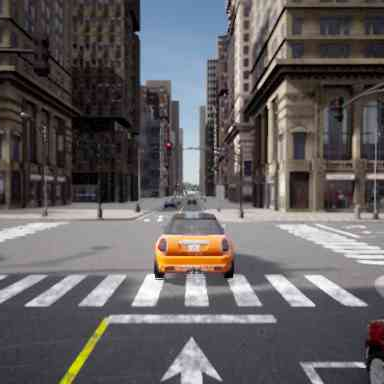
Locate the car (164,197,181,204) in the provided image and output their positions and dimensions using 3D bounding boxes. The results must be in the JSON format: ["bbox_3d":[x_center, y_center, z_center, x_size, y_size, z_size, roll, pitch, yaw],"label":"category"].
[{"bbox_3d":[-3.103,1.863,48.637,1.895,1.301,4.718,0,0,0],"label":"car"}]

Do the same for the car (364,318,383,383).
[{"bbox_3d":[2.749,1.556,1.912,1.887,1.381,4.507,-1,0,0],"label":"car"}]

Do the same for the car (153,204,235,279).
[{"bbox_3d":[0.060,1.408,10.397,2.097,1.767,4.553,0,0,0],"label":"car"}]

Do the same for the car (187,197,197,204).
[{"bbox_3d":[-0.013,1.860,65.620,1.837,1.490,4.892,0,0,0],"label":"car"}]
